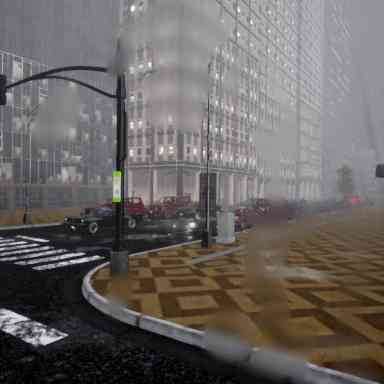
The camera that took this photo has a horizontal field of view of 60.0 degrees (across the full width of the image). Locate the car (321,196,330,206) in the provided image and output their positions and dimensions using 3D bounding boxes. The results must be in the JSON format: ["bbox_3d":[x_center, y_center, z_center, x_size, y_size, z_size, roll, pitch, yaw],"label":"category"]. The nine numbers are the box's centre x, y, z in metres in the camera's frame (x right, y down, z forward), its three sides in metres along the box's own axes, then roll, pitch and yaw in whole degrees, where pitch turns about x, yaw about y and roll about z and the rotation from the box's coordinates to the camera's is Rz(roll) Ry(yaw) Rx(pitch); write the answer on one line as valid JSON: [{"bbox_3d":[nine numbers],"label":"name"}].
[{"bbox_3d":[23.316,1.659,54.958,1.994,1.385,4.181,1,0,35],"label":"car"}]

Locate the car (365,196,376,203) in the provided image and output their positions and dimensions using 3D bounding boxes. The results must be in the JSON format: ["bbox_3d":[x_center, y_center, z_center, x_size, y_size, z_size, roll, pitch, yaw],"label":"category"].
[{"bbox_3d":[39.471,1.598,73.527,1.967,1.590,4.097,1,1,35],"label":"car"}]

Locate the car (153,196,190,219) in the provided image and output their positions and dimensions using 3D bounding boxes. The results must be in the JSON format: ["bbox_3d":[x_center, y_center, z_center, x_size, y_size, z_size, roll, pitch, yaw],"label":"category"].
[{"bbox_3d":[-1.843,1.283,28.964,2.192,1.841,5.009,1,0,35],"label":"car"}]

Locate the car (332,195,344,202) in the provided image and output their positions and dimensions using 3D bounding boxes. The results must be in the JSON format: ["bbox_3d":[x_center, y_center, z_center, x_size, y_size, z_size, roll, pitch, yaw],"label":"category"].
[{"bbox_3d":[36.141,1.570,82.467,1.752,1.417,4.829,1,1,35],"label":"car"}]

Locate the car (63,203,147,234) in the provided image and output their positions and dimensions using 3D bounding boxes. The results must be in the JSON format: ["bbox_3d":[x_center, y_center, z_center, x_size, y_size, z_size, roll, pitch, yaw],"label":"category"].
[{"bbox_3d":[-5.164,1.595,19.747,1.895,1.301,4.718,1,1,35],"label":"car"}]

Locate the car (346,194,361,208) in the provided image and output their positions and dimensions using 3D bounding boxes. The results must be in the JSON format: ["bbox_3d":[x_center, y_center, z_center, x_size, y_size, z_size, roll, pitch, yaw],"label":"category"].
[{"bbox_3d":[25.388,1.365,52.881,2.150,2.045,5.566,1,1,35],"label":"car"}]

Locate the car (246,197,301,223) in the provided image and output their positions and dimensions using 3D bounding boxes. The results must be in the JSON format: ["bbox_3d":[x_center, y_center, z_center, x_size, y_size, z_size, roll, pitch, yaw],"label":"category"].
[{"bbox_3d":[6.712,1.409,26.966,2.192,1.841,5.009,1,0,35],"label":"car"}]

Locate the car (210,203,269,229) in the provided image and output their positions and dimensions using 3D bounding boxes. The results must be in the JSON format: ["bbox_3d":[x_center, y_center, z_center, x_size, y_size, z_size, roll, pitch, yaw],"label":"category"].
[{"bbox_3d":[3.223,1.668,22.038,1.802,1.307,4.206,1,0,35],"label":"car"}]

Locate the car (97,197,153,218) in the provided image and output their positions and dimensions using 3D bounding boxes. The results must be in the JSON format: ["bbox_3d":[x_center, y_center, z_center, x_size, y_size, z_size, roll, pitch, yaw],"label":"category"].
[{"bbox_3d":[-5.498,1.275,23.794,2.192,1.841,5.009,1,0,35],"label":"car"}]

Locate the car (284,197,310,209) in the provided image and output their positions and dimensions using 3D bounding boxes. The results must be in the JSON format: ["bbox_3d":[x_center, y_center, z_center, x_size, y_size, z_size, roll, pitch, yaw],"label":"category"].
[{"bbox_3d":[15.477,1.545,48.796,2.128,1.511,4.902,1,1,35],"label":"car"}]

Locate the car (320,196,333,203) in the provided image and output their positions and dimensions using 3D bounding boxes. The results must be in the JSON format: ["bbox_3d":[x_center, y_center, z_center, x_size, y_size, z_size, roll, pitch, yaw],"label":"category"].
[{"bbox_3d":[29.833,1.616,73.548,1.802,1.307,4.206,1,1,35],"label":"car"}]

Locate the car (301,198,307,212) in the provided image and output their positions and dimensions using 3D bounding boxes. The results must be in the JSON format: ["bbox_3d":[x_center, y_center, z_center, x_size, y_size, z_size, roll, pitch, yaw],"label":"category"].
[{"bbox_3d":[11.456,1.634,38.176,1.994,1.385,4.181,1,1,35],"label":"car"}]

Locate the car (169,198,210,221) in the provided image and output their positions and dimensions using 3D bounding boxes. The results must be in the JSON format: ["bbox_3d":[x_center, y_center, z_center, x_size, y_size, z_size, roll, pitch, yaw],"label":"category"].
[{"bbox_3d":[0.622,1.485,27.958,1.882,1.535,5.008,1,0,35],"label":"car"}]

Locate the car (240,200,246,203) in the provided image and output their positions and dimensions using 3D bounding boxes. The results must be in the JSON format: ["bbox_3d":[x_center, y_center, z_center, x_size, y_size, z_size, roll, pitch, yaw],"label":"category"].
[{"bbox_3d":[6.525,1.512,36.294,2.128,1.511,4.902,1,1,35],"label":"car"}]

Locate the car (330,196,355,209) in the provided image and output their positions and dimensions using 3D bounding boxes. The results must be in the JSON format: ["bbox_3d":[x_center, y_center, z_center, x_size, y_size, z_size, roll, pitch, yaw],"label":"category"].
[{"bbox_3d":[21.361,1.655,47.119,1.812,1.442,4.674,1,1,35],"label":"car"}]

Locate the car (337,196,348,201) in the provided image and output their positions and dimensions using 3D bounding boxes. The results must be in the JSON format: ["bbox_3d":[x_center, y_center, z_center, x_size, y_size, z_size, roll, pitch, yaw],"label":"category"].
[{"bbox_3d":[39.426,1.623,87.115,1.947,1.339,4.313,1,1,35],"label":"car"}]

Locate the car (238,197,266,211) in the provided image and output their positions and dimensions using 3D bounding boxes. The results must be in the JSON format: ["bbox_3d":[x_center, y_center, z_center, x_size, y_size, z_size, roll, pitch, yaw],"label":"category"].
[{"bbox_3d":[7.659,1.430,42.293,1.967,1.590,4.097,1,0,35],"label":"car"}]
